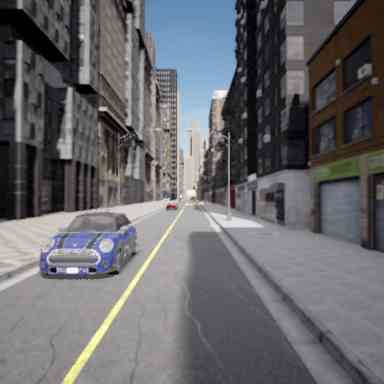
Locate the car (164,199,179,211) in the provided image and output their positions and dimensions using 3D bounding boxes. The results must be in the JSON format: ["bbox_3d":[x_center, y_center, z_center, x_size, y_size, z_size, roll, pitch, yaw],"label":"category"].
[{"bbox_3d":[-3.048,2.155,51.469,1.895,1.301,4.718,0,-1,0],"label":"car"}]

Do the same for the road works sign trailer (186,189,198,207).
[{"bbox_3d":[0.032,1.206,67.162,2.380,3.560,2.880,0,-1,0],"label":"road works sign trailer"}]

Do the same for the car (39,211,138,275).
[{"bbox_3d":[-3.096,1.466,10.862,2.097,1.767,4.553,0,-1,0],"label":"car"}]
